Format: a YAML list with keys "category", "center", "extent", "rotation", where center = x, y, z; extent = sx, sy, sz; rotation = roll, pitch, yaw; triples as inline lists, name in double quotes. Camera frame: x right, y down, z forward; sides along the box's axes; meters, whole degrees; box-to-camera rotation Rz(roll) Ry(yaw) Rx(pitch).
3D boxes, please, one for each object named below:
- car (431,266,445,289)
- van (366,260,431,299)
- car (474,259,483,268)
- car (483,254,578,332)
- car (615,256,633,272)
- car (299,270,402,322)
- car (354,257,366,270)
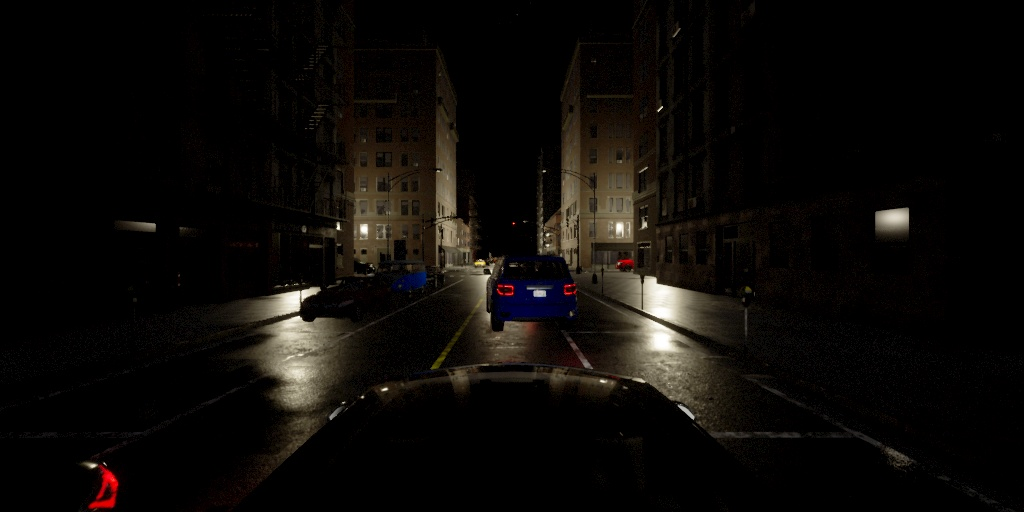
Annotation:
- category: "car"
  center: [-5.392, 1.301, 23.020]
  extent: [2.007, 1.370, 4.403]
  rotation: [0, 0, 0]
- category: "van"
  center: [-5.393, 1.091, 17.614]
  extent: [1.690, 1.789, 3.998]
  rotation: [0, 0, 0]
- category: "car"
  center: [-5.393, 1.276, 60.813]
  extent: [1.751, 1.417, 4.829]
  rotation: [0, 0, 0]
- category: "car"
  center: [0.360, 0.972, 11.051]
  extent: [2.150, 2.045, 5.566]
  rotation: [0, 0, -6]
- category: "car"
  center: [15.329, 0.880, 43.071]
  extent: [5.566, 2.045, 2.150]
  rotation: [0, 0, 0]
- category: "car"
  center: [-5.394, 1.332, 12.208]
  extent: [1.802, 1.307, 4.207]
  rotation: [0, 0, 0]
- category: "car"
  center: [-18.229, 1.066, 40.064]
  extent: [5.566, 2.045, 2.150]
  rotation: [0, 0, 0]
